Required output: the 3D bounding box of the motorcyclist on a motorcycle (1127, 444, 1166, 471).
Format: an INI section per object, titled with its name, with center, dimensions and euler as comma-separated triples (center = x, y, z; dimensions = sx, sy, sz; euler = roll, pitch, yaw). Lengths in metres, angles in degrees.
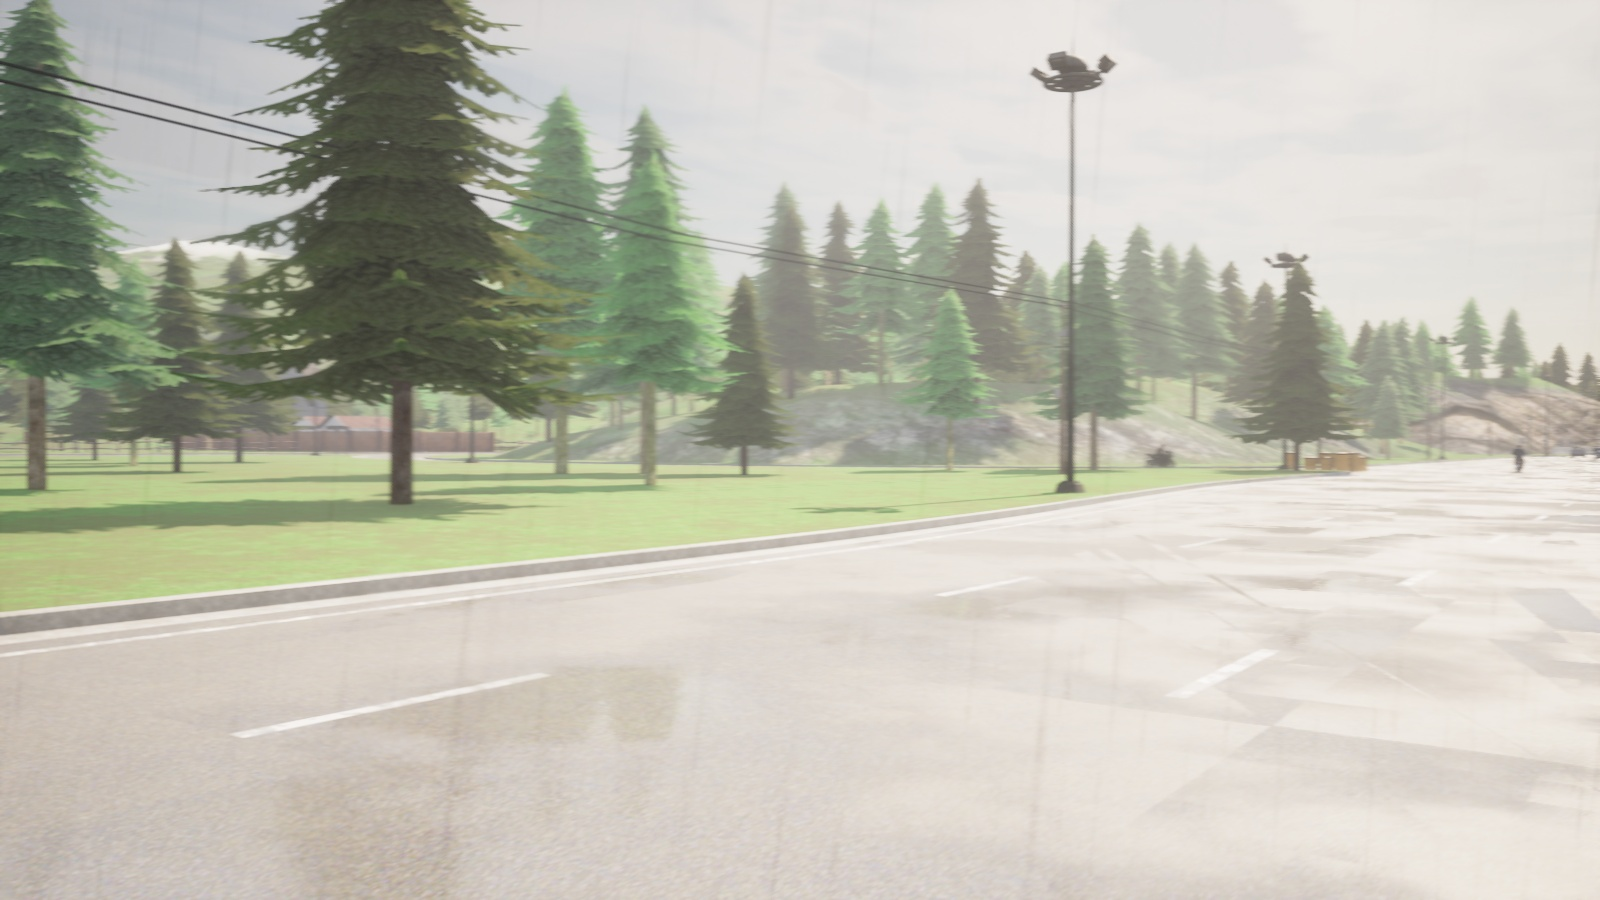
[motorcyclist on a motorcycle]
center = 20.210, 0.432, 73.248
dimensions = 2.044, 1.523, 0.797
euler = 0, 0, -17
